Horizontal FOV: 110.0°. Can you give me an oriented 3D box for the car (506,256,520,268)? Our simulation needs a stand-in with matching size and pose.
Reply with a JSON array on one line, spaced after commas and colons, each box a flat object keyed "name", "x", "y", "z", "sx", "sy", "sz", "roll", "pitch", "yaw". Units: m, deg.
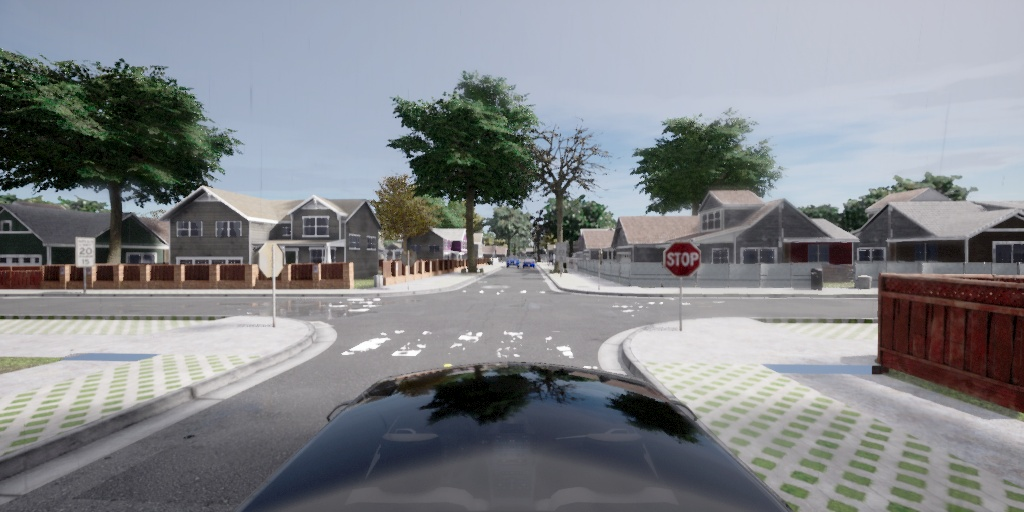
[{"name": "car", "x": 0.177, "y": 0.999, "z": 62.149, "sx": 2.150, "sy": 2.045, "sz": 5.566, "roll": 0, "pitch": 0, "yaw": 3}]

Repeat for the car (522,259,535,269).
[{"name": "car", "x": 2.722, "y": 1.253, "z": 57.880, "sx": 1.882, "sy": 1.535, "sz": 5.008, "roll": 0, "pitch": 0, "yaw": 3}]
